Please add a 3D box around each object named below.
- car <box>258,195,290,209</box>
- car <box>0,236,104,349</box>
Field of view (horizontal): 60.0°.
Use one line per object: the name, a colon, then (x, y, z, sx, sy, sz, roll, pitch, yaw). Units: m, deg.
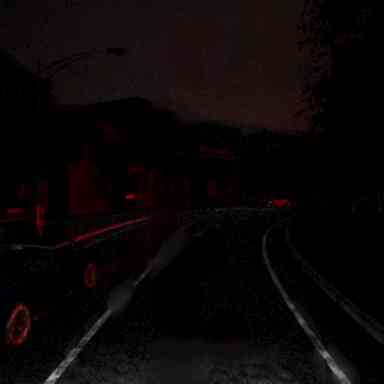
car: (10.784, 1.218, 43.709, 4.553, 1.767, 2.097, -1, 0, -38)
car: (-3.320, 1.614, 6.425, 1.895, 1.301, 4.718, 0, 0, 3)
